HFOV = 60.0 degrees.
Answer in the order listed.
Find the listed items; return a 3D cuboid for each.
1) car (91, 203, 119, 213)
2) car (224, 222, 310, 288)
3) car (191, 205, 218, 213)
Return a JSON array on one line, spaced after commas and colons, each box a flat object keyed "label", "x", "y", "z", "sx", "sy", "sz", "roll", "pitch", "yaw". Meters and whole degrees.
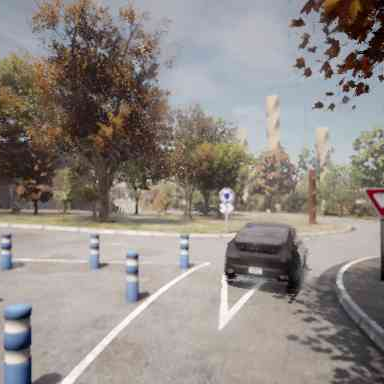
[{"label": "car", "x": -17.249, "y": 3.046, "z": 65.622, "sx": 5.566, "sy": 2.045, "sz": 2.150, "roll": 4, "pitch": -3, "yaw": -24}, {"label": "car", "x": 2.342, "y": 1.655, "z": 9.861, "sx": 1.837, "sy": 1.490, "sz": 4.892, "roll": 2, "pitch": -2, "yaw": 21}, {"label": "car", "x": 2.877, "y": 3.462, "z": 66.670, "sx": 4.892, "sy": 1.490, "sz": 1.837, "roll": 0, "pitch": -1, "yaw": 21}]
